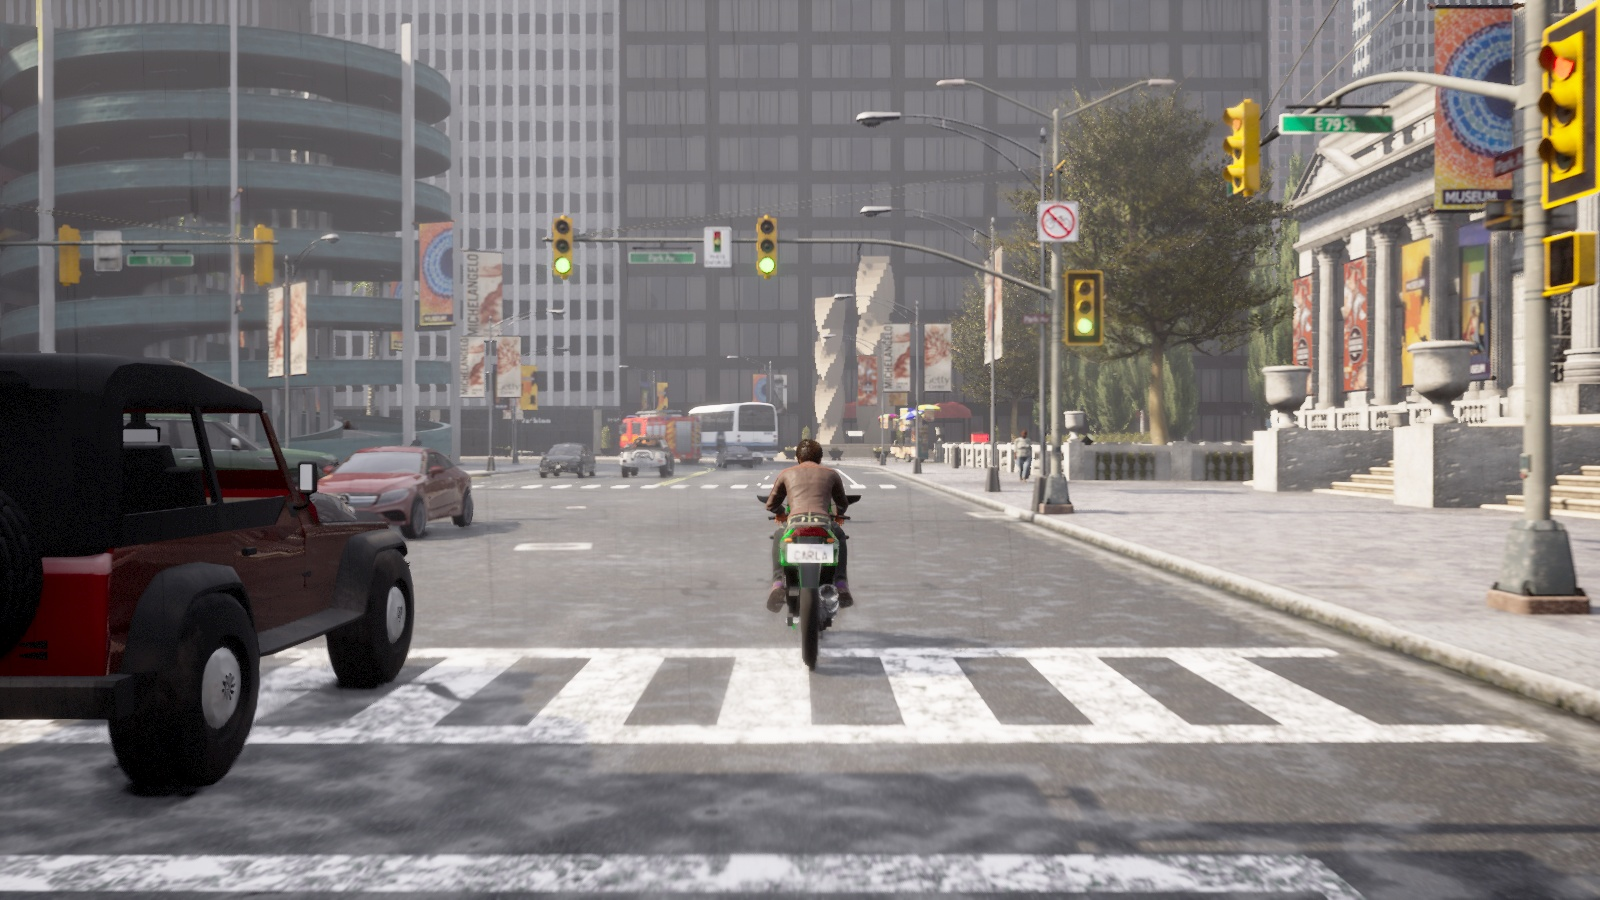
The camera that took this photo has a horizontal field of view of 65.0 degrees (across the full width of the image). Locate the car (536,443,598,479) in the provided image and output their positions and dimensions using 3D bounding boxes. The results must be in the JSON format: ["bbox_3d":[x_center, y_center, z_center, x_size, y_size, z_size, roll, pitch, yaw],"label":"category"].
[{"bbox_3d":[-10.177,0.438,55.169,1.837,1.490,4.892,0,0,0],"label":"car"}]

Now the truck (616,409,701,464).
[{"bbox_3d":[-10.405,-0.933,91.483,2.891,3.827,8.468,0,0,-31],"label":"truck"}]

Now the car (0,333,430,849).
[{"bbox_3d":[-3.448,0.504,6.509,1.905,1.878,3.866,0,0,0],"label":"car"}]

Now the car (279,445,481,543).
[{"bbox_3d":[-6.865,0.650,21.079,1.812,1.442,4.674,0,0,0],"label":"car"}]

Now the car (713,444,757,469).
[{"bbox_3d":[-4.002,0.368,76.352,2.033,1.411,5.357,0,0,-10],"label":"car"}]

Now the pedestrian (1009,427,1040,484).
[{"bbox_3d":[7.456,0.178,41.661,0.874,1.855,0.900,0,0,1],"label":"pedestrian"}]

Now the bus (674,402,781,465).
[{"bbox_3d":[-5.342,-1.133,90.023,3.944,4.253,10.273,0,0,-26],"label":"bus"}]

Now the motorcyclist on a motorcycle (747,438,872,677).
[{"bbox_3d":[0.066,0.679,9.014,0.797,1.523,2.044,0,0,0],"label":"motorcyclist on a motorcycle"}]

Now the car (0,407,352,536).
[{"bbox_3d":[-10.954,0.334,22.110,5.566,2.045,2.150,0,0,-27],"label":"car"}]

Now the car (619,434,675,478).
[{"bbox_3d":[-6.677,0.252,55.234,1.932,1.855,4.605,0,0,0],"label":"car"}]
